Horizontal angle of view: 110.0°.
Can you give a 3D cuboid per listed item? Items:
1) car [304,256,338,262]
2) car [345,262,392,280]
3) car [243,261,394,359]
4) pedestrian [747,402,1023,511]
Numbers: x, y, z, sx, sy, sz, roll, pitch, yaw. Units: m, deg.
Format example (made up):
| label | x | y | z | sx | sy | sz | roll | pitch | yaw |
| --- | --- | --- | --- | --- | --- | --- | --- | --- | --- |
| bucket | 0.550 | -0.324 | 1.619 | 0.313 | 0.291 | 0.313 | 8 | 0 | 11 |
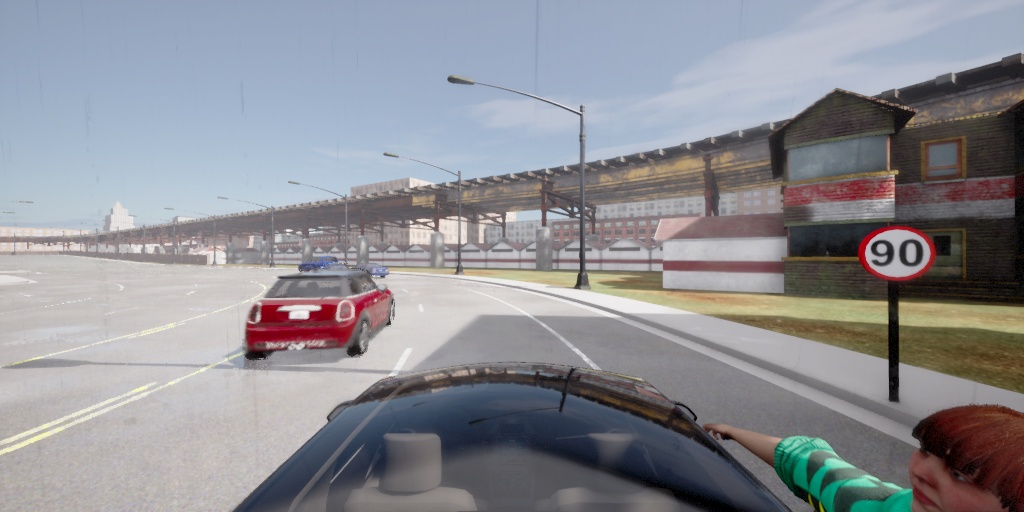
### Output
| label | x | y | z | sx | sy | sz | roll | pitch | yaw |
| --- | --- | --- | --- | --- | --- | --- | --- | --- | --- |
| car | -21.488 | 1.031 | 39.939 | 5.566 | 2.045 | 2.150 | 0 | 0 | 34 |
| car | -13.470 | 1.342 | 33.564 | 5.357 | 1.411 | 2.033 | 0 | 0 | 44 |
| car | -4.253 | 1.112 | 8.715 | 2.097 | 1.767 | 4.553 | 0 | 0 | -9 |
| pedestrian | 1.060 | 1.128 | 0.593 | 0.375 | 1.860 | 0.375 | -24 | 0 | 1 |
